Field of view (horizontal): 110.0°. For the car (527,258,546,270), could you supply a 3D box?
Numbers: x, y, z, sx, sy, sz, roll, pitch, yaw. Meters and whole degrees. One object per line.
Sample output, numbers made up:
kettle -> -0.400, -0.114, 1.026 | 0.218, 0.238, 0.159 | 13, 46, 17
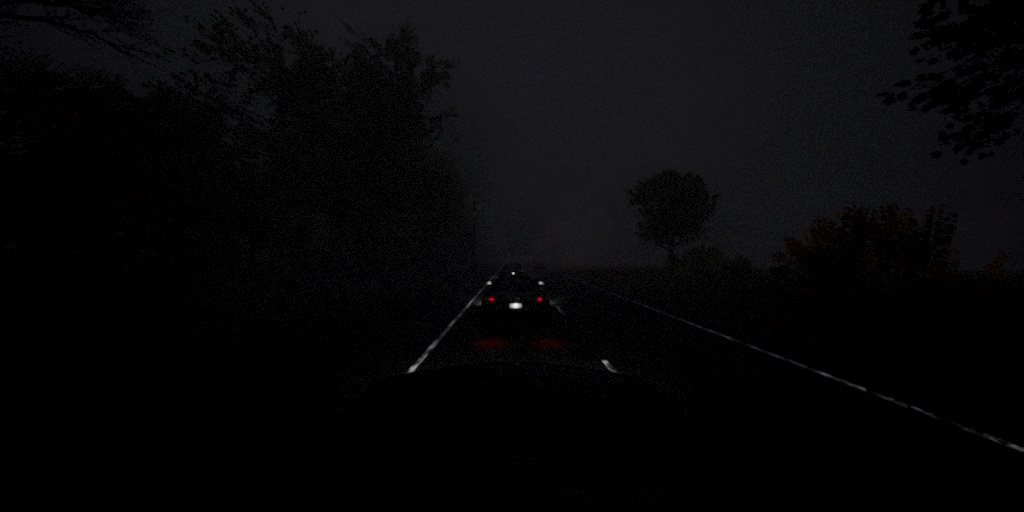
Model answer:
car -> 3.603, 1.201, 48.973 | 2.033, 1.411, 5.357 | 0, 0, 0

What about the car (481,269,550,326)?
car -> 0.099, 1.293, 11.582 | 1.994, 1.385, 4.181 | 0, 0, 0

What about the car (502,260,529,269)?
car -> 0.100, 1.257, 29.158 | 1.994, 1.385, 4.181 | 0, 0, 0
